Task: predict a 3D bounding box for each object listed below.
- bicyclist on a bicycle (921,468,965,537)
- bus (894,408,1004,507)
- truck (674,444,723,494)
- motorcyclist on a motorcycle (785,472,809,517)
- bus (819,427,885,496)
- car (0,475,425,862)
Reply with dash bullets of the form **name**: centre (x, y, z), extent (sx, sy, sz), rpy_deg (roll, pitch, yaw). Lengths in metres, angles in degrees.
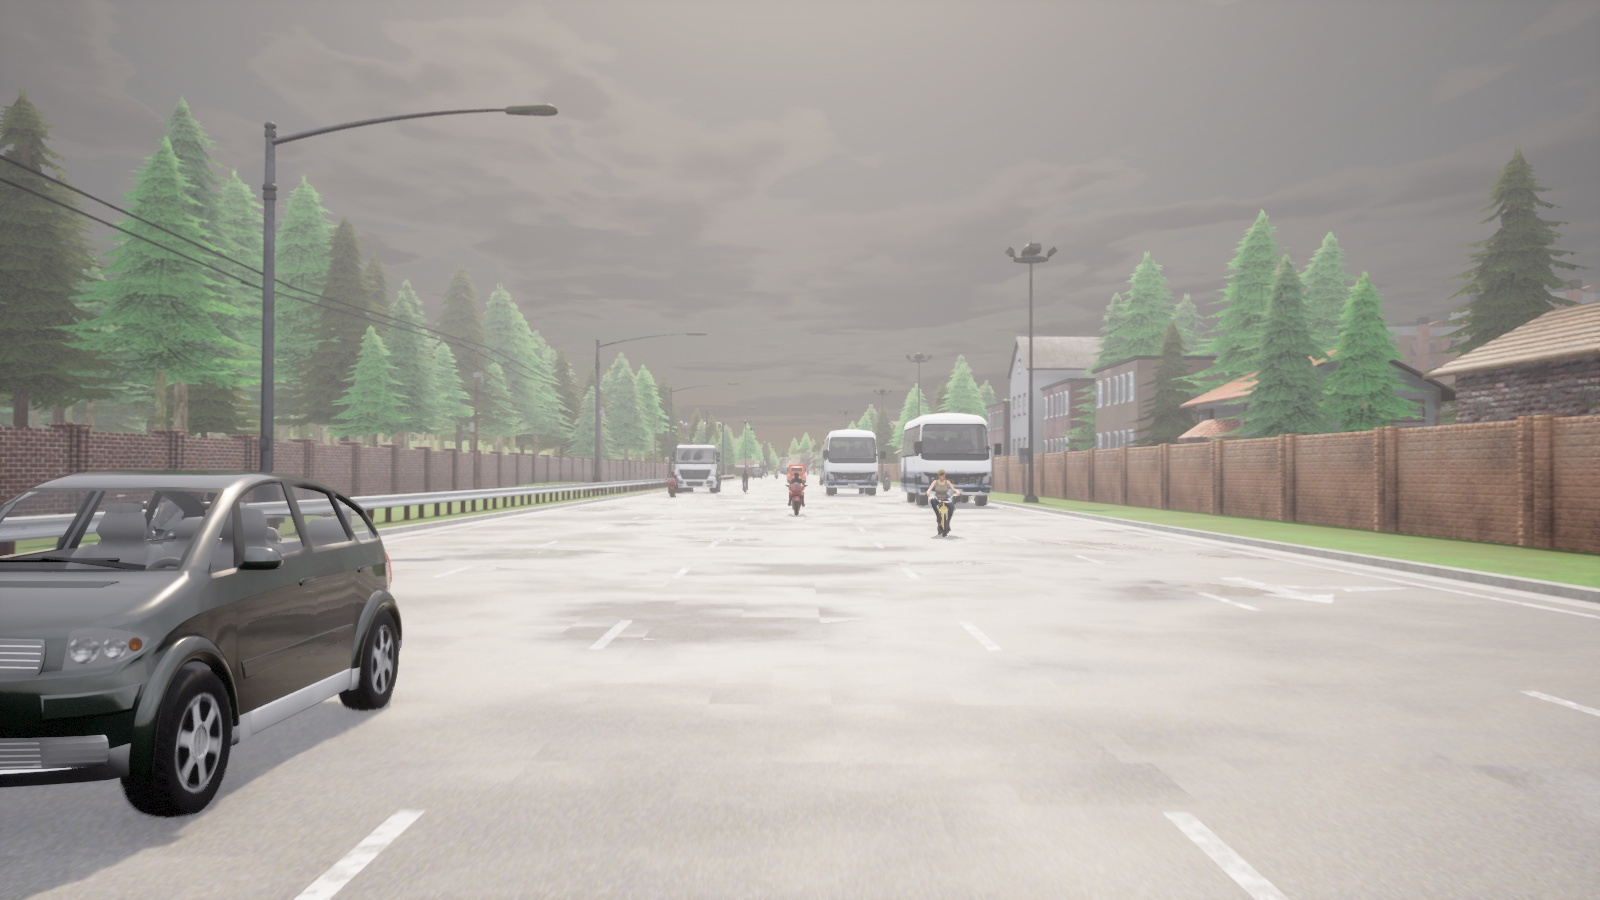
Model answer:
- **bicyclist on a bicycle**: centre (3.421, 1.241, 30.085), extent (0.866, 1.612, 1.509), rpy_deg (0, -1, 0)
- **bus**: centre (6.847, 0.406, 59.466), extent (3.944, 4.253, 10.273), rpy_deg (0, -1, 0)
- **truck**: centre (-7.227, 1.372, 90.197), extent (2.891, 3.462, 7.936), rpy_deg (0, -1, 0)
- **motorcyclist on a motorcycle**: centre (-0.109, 1.534, 43.993), extent (0.797, 1.523, 2.044), rpy_deg (0, -1, 0)
- **bus**: centre (3.290, 0.811, 82.794), extent (3.944, 4.253, 10.273), rpy_deg (0, -1, 0)
- **car**: centre (-3.517, 0.923, 6.932), extent (1.789, 1.549, 3.705), rpy_deg (0, -1, 0)
